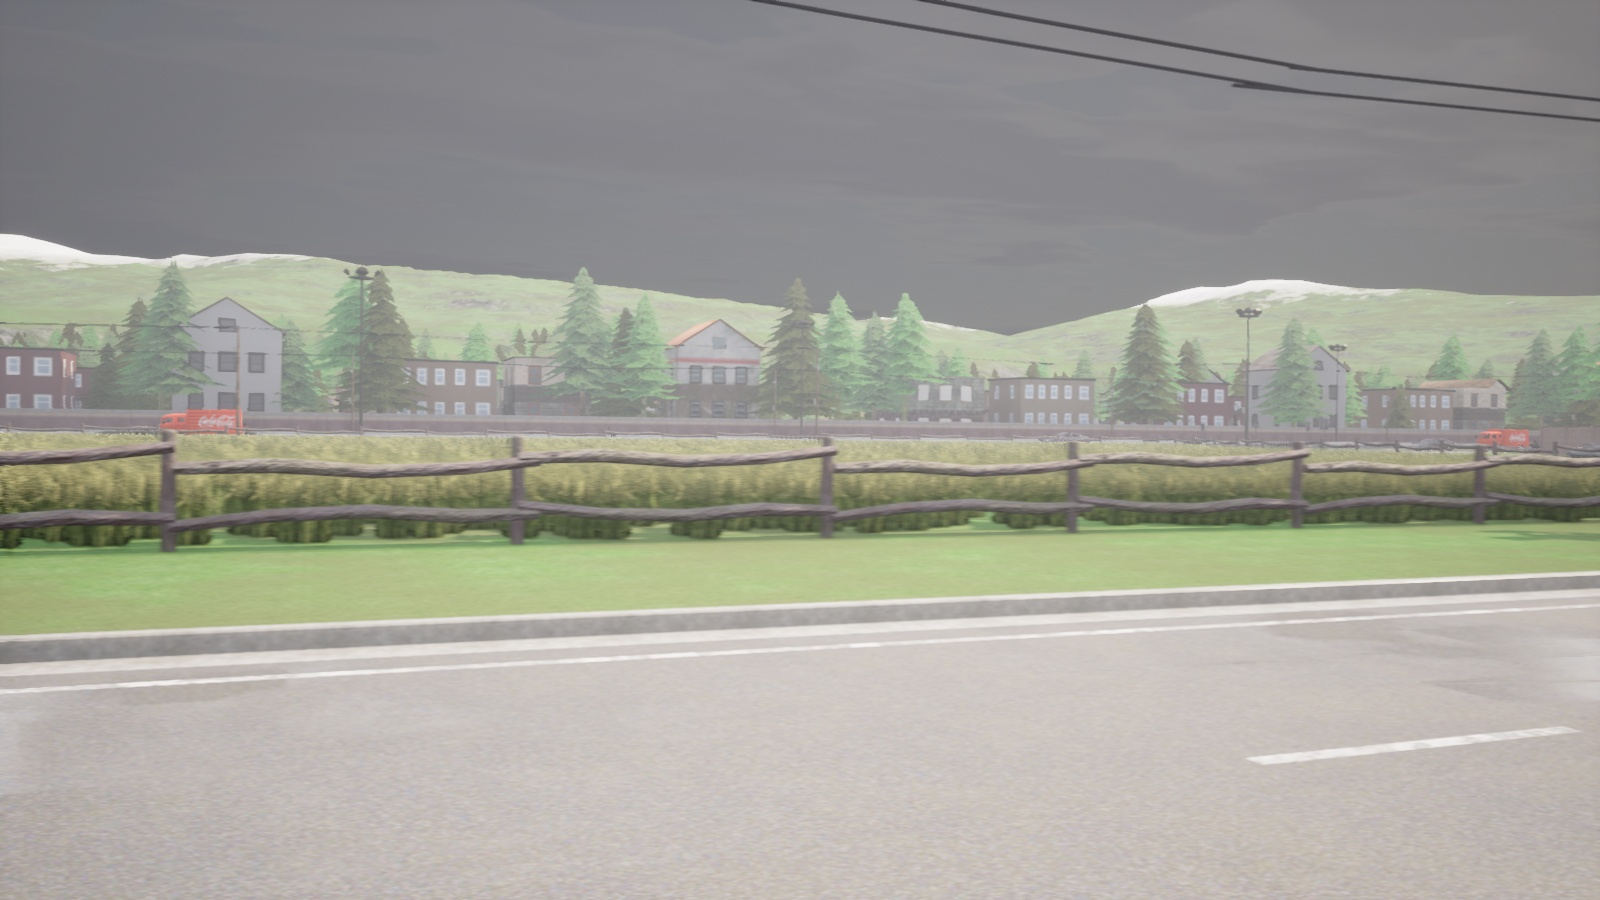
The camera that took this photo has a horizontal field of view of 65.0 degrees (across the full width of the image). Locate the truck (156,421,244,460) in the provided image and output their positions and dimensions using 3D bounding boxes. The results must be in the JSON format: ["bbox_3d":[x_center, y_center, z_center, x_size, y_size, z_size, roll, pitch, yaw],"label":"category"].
[{"bbox_3d":[-41.490,-0.683,87.055,5.204,2.467,2.627,-2,1,-21],"label":"truck"}]

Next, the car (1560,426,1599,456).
[{"bbox_3d":[37.885,-0.447,59.052,1.994,1.385,4.181,0,1,4],"label":"car"}]
